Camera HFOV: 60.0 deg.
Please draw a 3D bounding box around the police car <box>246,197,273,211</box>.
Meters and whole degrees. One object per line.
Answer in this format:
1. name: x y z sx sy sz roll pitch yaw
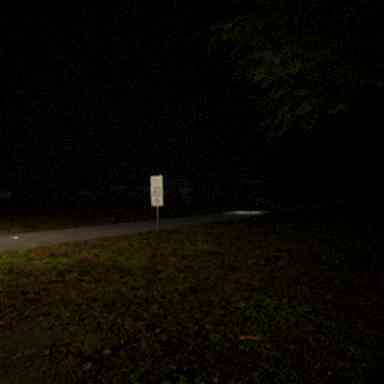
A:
1. police car: 8.421 1.451 41.463 1.930 1.638 5.238 -3 -2 35
